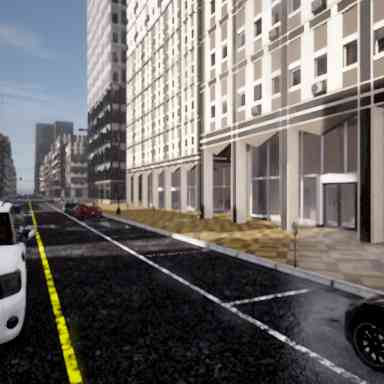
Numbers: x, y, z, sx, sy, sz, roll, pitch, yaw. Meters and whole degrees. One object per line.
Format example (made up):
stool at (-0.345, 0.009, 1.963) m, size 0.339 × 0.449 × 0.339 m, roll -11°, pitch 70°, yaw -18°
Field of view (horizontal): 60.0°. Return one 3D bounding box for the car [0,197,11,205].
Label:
car at (-34.000, 1.566, 60.204) m, size 2.008 × 1.369 × 4.403 m, roll 0°, pitch 0°, yaw -26°

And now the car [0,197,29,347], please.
car at (-4.238, 1.220, 6.109) m, size 2.150 × 2.045 × 5.566 m, roll 0°, pitch 0°, yaw -26°

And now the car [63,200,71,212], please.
car at (-13.931, 1.548, 38.638) m, size 2.008 × 1.369 × 4.403 m, roll 0°, pitch 0°, yaw -26°

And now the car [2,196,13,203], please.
car at (-39.792, 1.605, 71.750) m, size 1.802 × 1.307 × 4.206 m, roll 0°, pitch 0°, yaw -26°

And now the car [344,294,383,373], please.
car at (3.660, 1.563, 3.227) m, size 1.947 × 1.339 × 4.313 m, roll 0°, pitch 0°, yaw -26°

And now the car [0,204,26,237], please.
car at (-10.538, 1.503, 19.030) m, size 1.837 × 1.490 × 4.892 m, roll 0°, pitch 0°, yaw -26°

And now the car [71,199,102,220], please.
car at (-8.905, 1.540, 28.520) m, size 1.887 × 1.381 × 4.507 m, roll 0°, pitch 0°, yaw -26°
